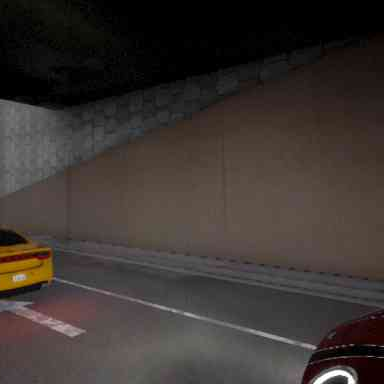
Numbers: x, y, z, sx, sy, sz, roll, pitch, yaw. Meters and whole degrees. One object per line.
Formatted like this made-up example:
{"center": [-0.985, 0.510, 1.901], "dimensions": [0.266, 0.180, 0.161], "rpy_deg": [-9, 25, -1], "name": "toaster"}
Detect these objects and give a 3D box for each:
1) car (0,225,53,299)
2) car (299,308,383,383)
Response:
{"center": [-5.285, 1.478, 7.760], "dimensions": [5.008, 1.535, 1.882], "rpy_deg": [0, 0, 36], "name": "car"}
{"center": [2.909, 1.352, 1.788], "dimensions": [4.553, 1.767, 2.097], "rpy_deg": [0, 0, 37], "name": "car"}
